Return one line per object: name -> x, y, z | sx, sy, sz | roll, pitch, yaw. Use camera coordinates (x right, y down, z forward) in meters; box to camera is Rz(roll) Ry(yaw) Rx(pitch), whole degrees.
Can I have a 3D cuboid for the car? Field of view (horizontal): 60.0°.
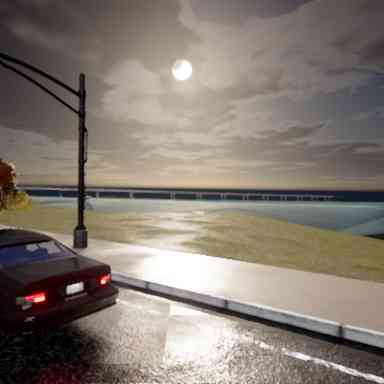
car -> -3.792, 1.440, 6.413 | 5.357, 1.411, 2.033 | 1, 1, 35
